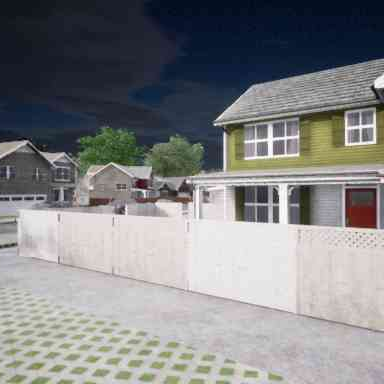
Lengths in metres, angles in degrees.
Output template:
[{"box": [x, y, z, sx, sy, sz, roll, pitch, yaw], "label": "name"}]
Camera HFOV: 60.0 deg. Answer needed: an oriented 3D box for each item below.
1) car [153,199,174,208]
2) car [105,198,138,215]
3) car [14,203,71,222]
[{"box": [-3.967, 1.700, 45.861, 1.812, 1.442, 4.674, 0, 0, 22], "label": "car"}, {"box": [-7.598, 1.479, 35.893, 2.097, 1.767, 4.553, 0, 0, 19], "label": "car"}, {"box": [-11.093, 1.586, 25.214, 1.837, 1.490, 4.892, 0, -1, 17], "label": "car"}]
